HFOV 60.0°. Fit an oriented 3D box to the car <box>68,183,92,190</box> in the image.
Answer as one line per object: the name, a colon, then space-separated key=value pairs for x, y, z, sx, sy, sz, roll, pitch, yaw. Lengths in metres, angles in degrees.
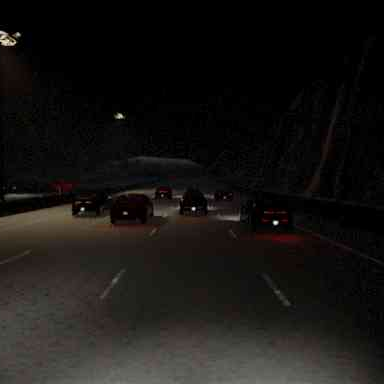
car: x=-17.493 y=-0.490 z=53.194 sx=2.033 sy=1.411 sz=5.357 roll=0 pitch=3 yaw=0

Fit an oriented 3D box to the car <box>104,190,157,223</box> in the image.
car: x=-3.397 y=0.851 z=19.417 sx=1.882 sy=1.535 sz=5.008 roll=0 pitch=2 yaw=0

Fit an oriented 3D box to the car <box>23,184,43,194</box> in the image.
car: x=-24.494 y=-0.431 z=53.076 sx=1.895 sy=1.301 sz=4.718 roll=0 pitch=3 yaw=0

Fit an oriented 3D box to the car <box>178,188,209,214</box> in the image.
car: x=0.103 y=0.719 z=23.797 sx=1.837 sy=1.490 sz=4.892 roll=0 pitch=2 yaw=0

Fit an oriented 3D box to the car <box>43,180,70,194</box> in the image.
car: x=-20.996 y=-0.816 z=52.923 sx=2.150 sy=2.045 sz=5.566 roll=0 pitch=3 yaw=0

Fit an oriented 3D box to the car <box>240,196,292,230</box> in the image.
car: x=3.602 y=0.973 z=16.731 sx=1.837 sy=1.490 sz=4.892 roll=0 pitch=2 yaw=0

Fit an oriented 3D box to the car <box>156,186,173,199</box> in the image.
car: x=-3.395 y=0.038 z=40.674 sx=1.837 sy=1.490 sz=4.892 roll=0 pitch=2 yaw=0

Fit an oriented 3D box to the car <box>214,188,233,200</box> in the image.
car: x=3.605 y=0.210 z=38.909 sx=1.895 sy=1.301 sz=4.718 roll=0 pitch=2 yaw=0

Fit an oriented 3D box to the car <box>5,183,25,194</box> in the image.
car: x=-27.997 y=-0.673 z=52.879 sx=2.097 sy=1.767 sz=4.553 roll=0 pitch=3 yaw=0

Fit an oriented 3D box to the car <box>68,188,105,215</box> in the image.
car: x=-6.896 y=0.735 z=23.369 sx=1.837 sy=1.490 sz=4.892 roll=0 pitch=2 yaw=0
